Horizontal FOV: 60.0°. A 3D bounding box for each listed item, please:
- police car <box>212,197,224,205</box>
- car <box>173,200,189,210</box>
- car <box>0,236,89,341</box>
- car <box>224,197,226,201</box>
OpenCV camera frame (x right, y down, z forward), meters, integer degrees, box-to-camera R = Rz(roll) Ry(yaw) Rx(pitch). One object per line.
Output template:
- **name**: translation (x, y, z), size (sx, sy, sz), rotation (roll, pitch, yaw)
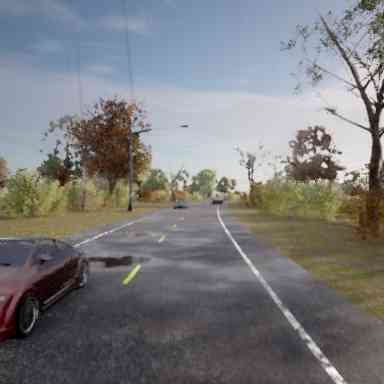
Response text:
- **police car**: translation (5.443, 1.987, 72.862), size (1.930, 1.638, 5.238), rotation (0, -1, 7)
- **car**: translation (-1.568, 1.897, 48.828), size (1.994, 1.385, 4.181), rotation (0, 0, 5)
- **car**: translation (-3.529, 1.598, 6.490), size (1.994, 1.385, 4.181), rotation (0, 0, 1)
- **car**: translation (6.685, 2.140, 82.628), size (1.882, 1.535, 5.008), rotation (0, -1, 8)
